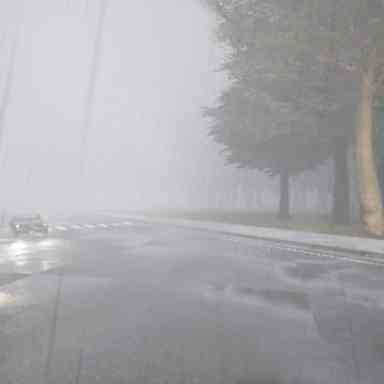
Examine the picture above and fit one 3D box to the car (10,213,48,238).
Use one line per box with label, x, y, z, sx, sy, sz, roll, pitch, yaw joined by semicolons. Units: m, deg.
car;-10.368;2.037;21.067;1.895;1.301;4.718;-1;-1;-31
